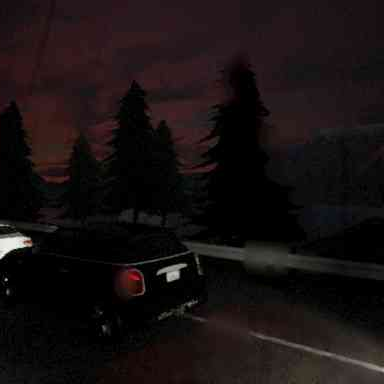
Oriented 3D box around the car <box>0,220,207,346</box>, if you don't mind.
[{"bbox_3d":[-1.998,1.384,6.695,4.553,1.767,2.097,0,0,37],"label":"car"}]
